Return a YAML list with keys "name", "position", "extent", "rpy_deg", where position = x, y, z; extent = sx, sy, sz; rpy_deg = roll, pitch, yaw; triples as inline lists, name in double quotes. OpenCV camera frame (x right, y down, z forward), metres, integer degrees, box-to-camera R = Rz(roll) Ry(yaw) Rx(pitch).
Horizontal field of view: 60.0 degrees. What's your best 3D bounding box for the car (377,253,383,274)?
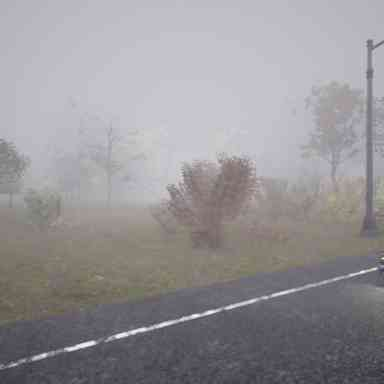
- name: "car"
  position: [7.277, 1.597, 9.189]
  extent: [5.357, 1.411, 2.033]
  rpy_deg: [0, 0, -36]
